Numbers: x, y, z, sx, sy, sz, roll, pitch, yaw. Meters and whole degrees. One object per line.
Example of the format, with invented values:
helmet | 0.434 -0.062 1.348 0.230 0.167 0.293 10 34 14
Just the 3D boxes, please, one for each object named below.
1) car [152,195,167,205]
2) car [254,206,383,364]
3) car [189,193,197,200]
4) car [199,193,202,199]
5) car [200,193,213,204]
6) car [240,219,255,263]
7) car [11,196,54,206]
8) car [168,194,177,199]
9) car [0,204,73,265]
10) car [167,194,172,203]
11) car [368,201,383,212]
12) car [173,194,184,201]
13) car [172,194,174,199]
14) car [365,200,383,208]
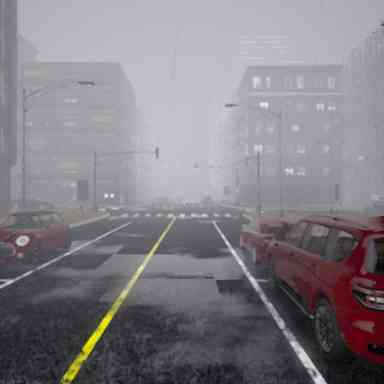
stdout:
car | -5.547 1.392 54.729 1.752 1.417 4.829 1 0 0
car | 2.715 1.300 5.791 2.192 1.841 5.009 1 0 0
car | 0.215 1.147 86.625 2.097 1.767 4.553 0 0 0
car | 2.862 1.279 65.911 1.967 1.590 4.097 1 0 0
car | 2.848 1.397 60.388 1.887 1.381 4.507 1 0 0
car | 2.726 1.516 11.351 1.887 1.381 4.507 1 0 0
car | -17.163 1.172 35.802 4.507 1.381 1.887 1 -1 0
car | -5.452 1.329 93.563 2.008 1.369 4.403 1 0 0
car | -5.652 1.412 11.373 1.967 1.590 4.097 1 0 0
car | -5.520 1.385 65.946 1.887 1.381 4.507 1 0 0
car | 26.368 1.886 44.373 4.829 1.417 1.752 1 -1 0
car | -2.804 1.334 79.171 1.812 1.442 4.674 0 0 0
car | -5.466 1.316 87.870 1.752 1.417 4.829 1 0 0
car | 20.937 1.657 36.033 4.097 1.590 1.967 1 -1 0
